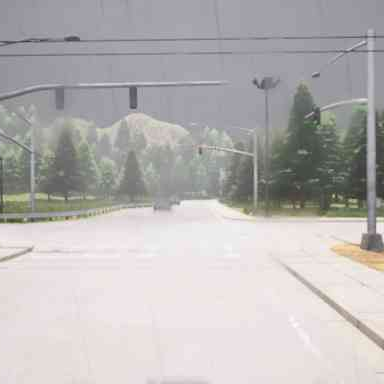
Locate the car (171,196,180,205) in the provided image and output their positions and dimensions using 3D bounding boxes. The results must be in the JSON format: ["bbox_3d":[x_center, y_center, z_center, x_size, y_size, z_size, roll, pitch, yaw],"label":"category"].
[{"bbox_3d":[-3.274,1.502,60.698,2.097,1.767,4.553,0,0,2],"label":"car"}]

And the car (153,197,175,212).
[{"bbox_3d":[-3.509,1.672,40.184,1.994,1.385,4.181,0,0,0],"label":"car"}]
